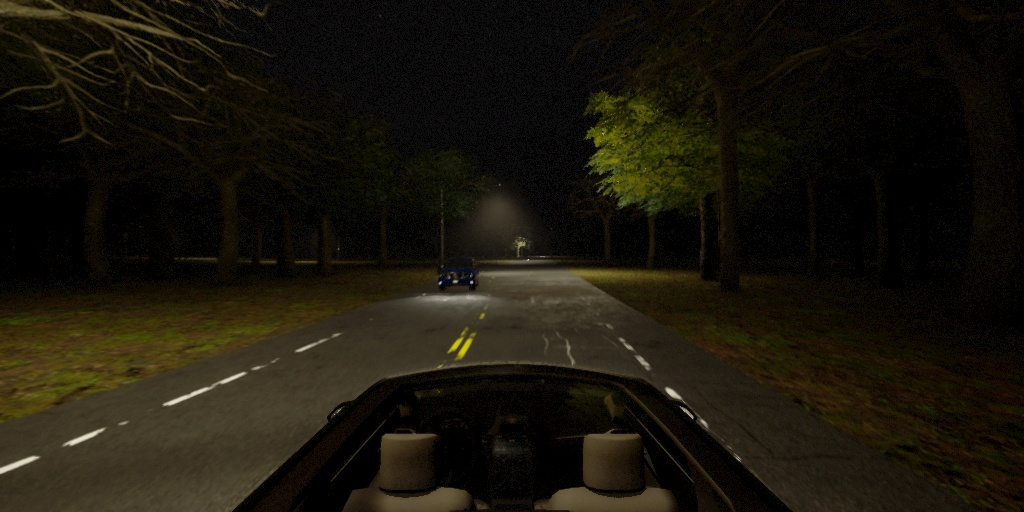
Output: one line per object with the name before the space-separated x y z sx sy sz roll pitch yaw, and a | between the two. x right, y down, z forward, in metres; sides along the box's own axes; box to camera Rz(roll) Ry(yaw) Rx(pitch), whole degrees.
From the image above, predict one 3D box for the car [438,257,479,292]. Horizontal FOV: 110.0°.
car | -3.305 1.100 23.196 2.150 2.045 5.566 -1 0 -2
